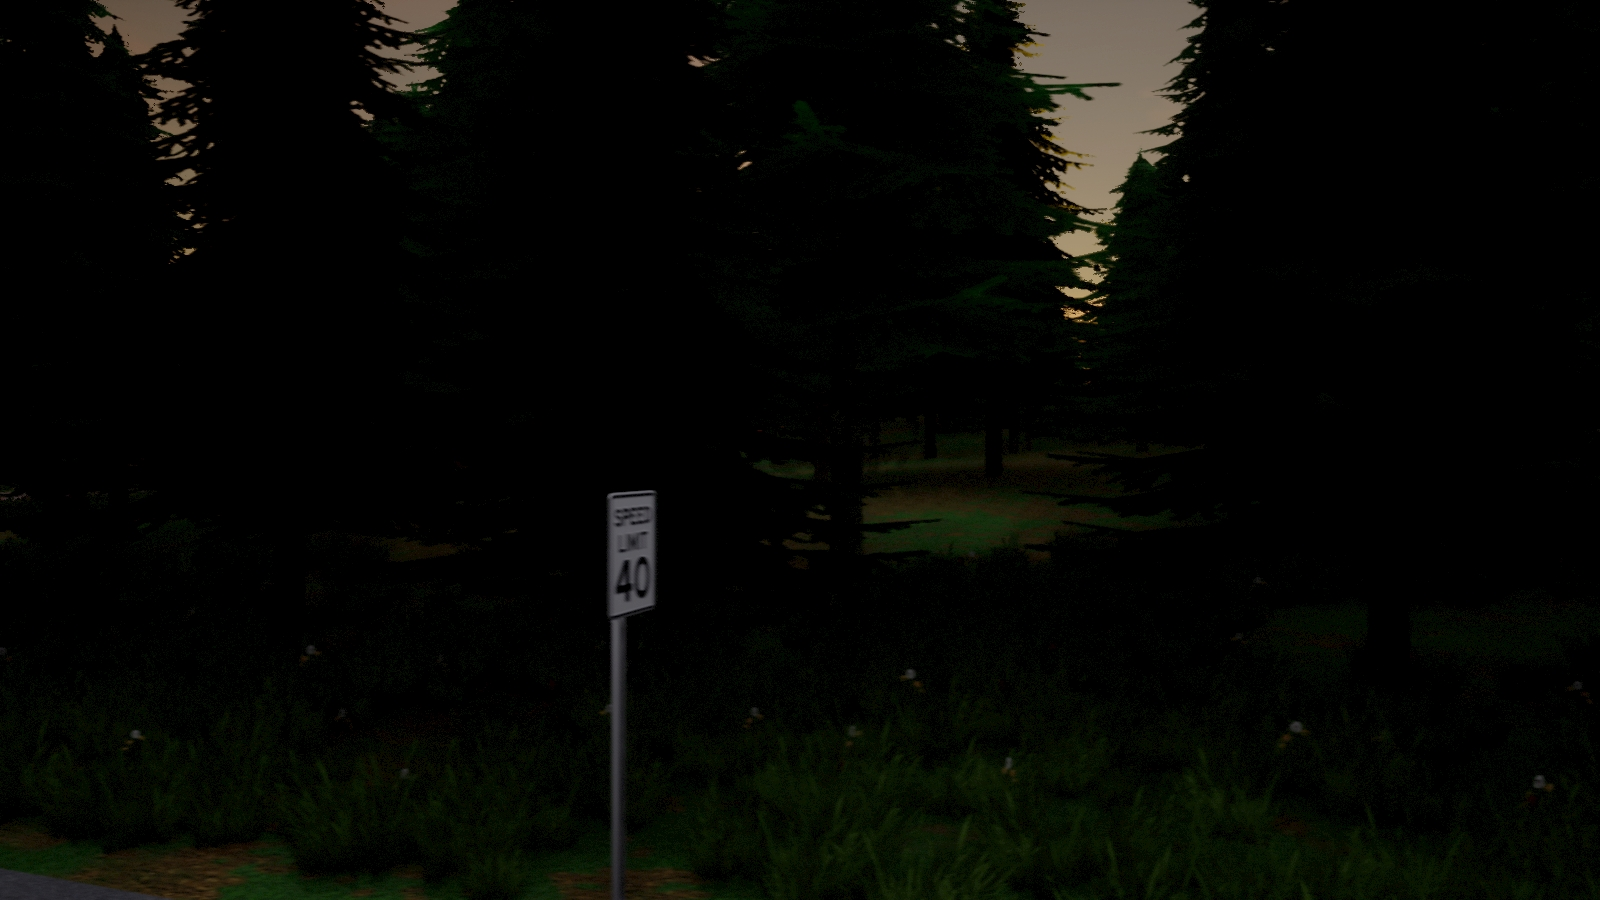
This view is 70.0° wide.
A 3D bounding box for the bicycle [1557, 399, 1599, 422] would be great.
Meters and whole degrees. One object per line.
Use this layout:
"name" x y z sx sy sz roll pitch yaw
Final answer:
"bicycle" 36.649 -1.871 53.768 0.373 1.024 1.643 -1 4 -29
